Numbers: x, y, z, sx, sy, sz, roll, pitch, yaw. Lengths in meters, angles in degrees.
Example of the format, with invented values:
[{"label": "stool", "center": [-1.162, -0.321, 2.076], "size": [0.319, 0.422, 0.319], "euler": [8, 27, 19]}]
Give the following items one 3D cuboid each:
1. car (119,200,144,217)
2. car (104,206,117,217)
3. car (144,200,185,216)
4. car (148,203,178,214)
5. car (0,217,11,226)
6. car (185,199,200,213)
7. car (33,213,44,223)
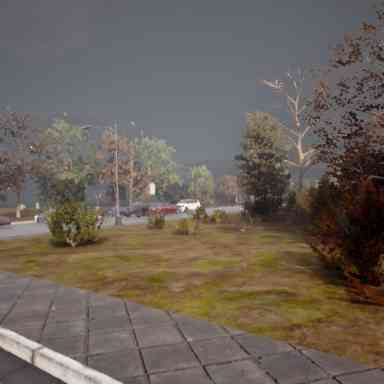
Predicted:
[{"label": "car", "center": [-6.470, 2.116, 43.185], "size": [2.150, 2.045, 5.566], "euler": [-3, -2, 32]}, {"label": "car", "center": [-10.041, 2.606, 44.051], "size": [1.994, 1.385, 4.181], "euler": [-3, -2, 32]}, {"label": "car", "center": [-3.370, 2.082, 41.184], "size": [2.097, 1.767, 4.553], "euler": [-3, -2, 32]}, {"label": "car", "center": [-4.582, 2.598, 52.687], "size": [2.128, 1.511, 4.902], "euler": [-3, -2, 32]}, {"label": "car", "center": [-17.322, 2.380, 26.301], "size": [2.033, 1.411, 5.357], "euler": [-3, -2, 34]}, {"label": "car", "center": [-0.796, 2.185, 52.141], "size": [2.150, 2.045, 5.566], "euler": [-3, -2, 33]}, {"label": "car", "center": [-14.850, 2.497, 36.452], "size": [2.128, 1.511, 4.902], "euler": [-3, -2, 32]}]
